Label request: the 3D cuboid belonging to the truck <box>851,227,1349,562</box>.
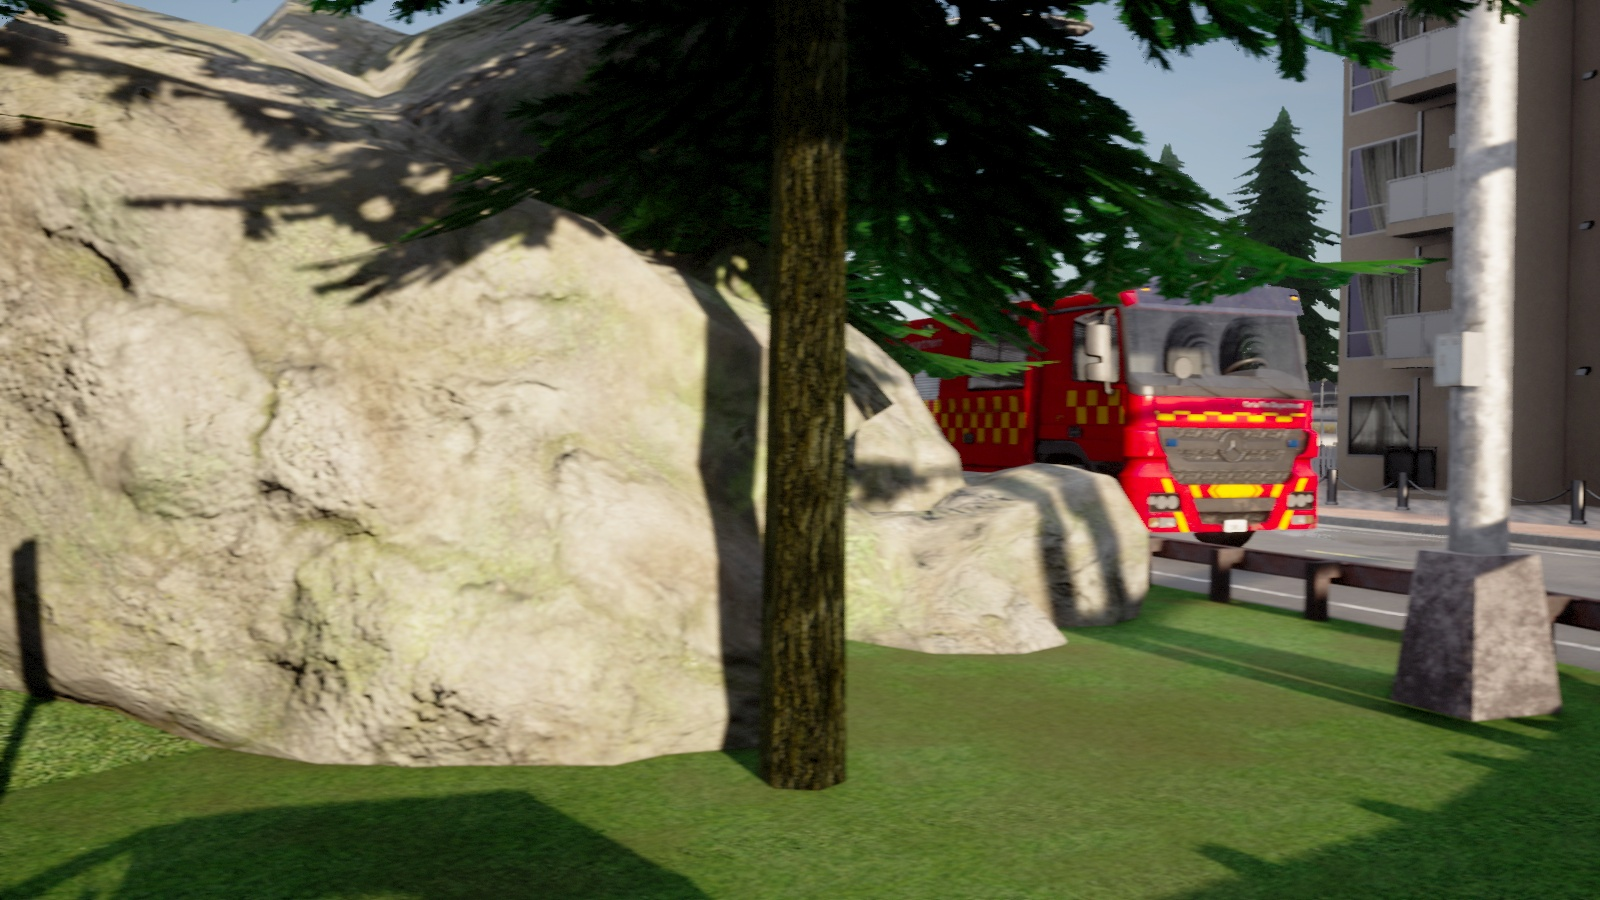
[{"bbox_3d":[3.825,-0.699,18.800,2.891,3.827,8.468,-1,1,-22],"label":"truck"}]
